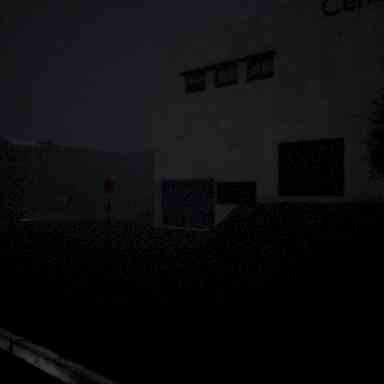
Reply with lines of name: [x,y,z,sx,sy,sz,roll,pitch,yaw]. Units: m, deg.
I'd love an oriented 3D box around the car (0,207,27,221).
car: [-17.901,2.040,30.639,2.033,1.411,5.357,0,-1,17]
